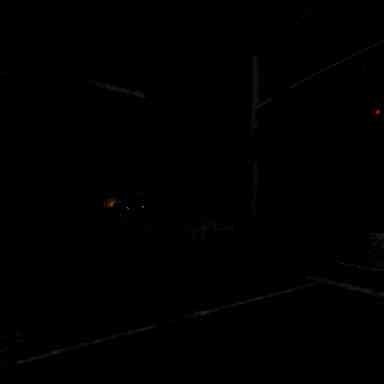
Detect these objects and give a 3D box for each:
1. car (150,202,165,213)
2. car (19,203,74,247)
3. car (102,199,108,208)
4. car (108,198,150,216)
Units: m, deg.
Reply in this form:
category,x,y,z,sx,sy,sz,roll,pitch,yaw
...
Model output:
category,x,y,z,sx,sy,sz,roll,pitch,yaw
car,-5.041,1.776,38.730,1.895,1.301,4.718,0,0,-35
car,-7.220,1.494,16.339,1.905,1.878,3.866,0,0,-36
car,-11.827,1.644,48.412,1.882,1.535,5.008,0,0,-35
car,-6.616,1.527,34.554,2.097,1.767,4.553,0,0,-35
